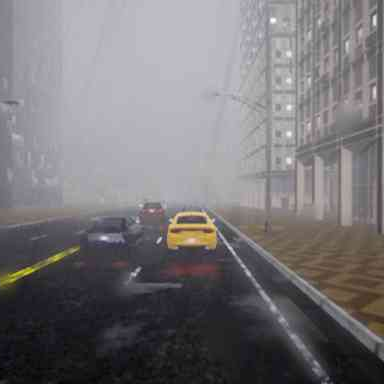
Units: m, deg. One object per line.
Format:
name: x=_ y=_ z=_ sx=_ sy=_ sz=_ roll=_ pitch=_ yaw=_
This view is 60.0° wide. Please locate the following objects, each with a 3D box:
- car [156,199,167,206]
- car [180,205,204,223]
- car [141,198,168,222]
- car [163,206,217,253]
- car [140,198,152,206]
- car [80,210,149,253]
car: x=-6.528 y=2.197 z=70.958 sx=1.895 sy=1.301 sz=4.718 roll=0 pitch=0 yaw=0
car: x=-0.010 y=1.864 z=29.102 sx=1.895 sy=1.301 sz=4.718 roll=0 pitch=0 yaw=0
car: x=-3.260 y=1.613 z=29.075 sx=2.097 sy=1.767 sz=4.553 roll=0 pitch=-1 yaw=0
car: x=-0.001 y=1.611 z=14.477 sx=1.882 sy=1.535 sz=5.008 roll=0 pitch=0 yaw=0
car: x=-9.778 y=2.102 z=70.987 sx=1.837 sy=1.490 sz=4.892 roll=0 pitch=0 yaw=0
car: x=-3.252 y=1.696 z=14.292 sx=1.994 sy=1.385 sz=4.181 roll=0 pitch=0 yaw=0
